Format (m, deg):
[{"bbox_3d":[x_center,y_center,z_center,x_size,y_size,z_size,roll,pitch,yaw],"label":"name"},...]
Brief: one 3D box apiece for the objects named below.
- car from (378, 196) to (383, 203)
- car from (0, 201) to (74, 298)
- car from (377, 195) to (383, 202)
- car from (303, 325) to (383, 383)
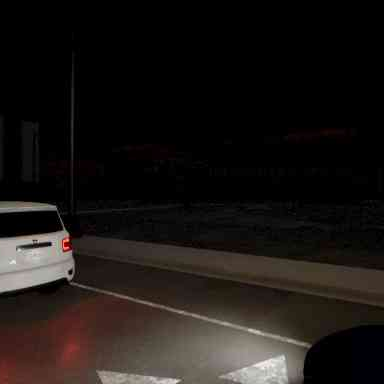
[{"bbox_3d":[39.916,1.527,67.905,2.038,1.542,4.974,1,1,6],"label":"car"},{"bbox_3d":[-5.028,1.220,7.571,5.566,2.045,2.150,0,0,35],"label":"car"},{"bbox_3d":[39.923,1.369,67.954,1.853,1.218,4.536,1,1,6],"label":"car"},{"bbox_3d":[3.010,1.516,1.840,4.674,1.442,1.812,0,0,35],"label":"car"}]
